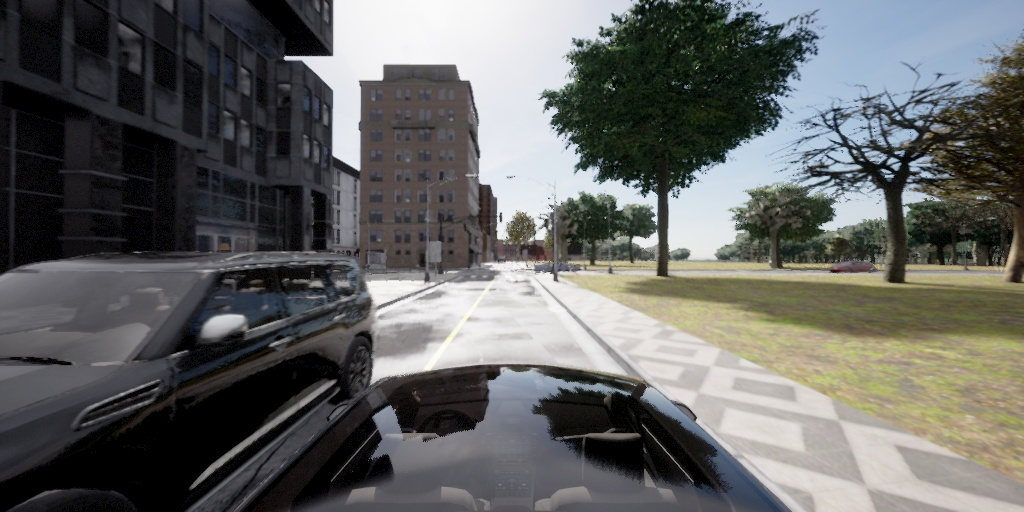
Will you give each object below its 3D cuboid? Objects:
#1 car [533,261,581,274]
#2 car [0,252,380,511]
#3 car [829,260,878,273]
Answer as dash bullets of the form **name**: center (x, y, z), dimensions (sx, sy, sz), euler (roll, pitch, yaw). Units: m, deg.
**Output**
- **car**: center (5.051, 1.280, 40.448), dimensions (5.357, 1.411, 2.033), euler (0, -1, 0)
- **car**: center (-3.099, 0.970, 3.307), dimensions (2.150, 2.045, 5.566), euler (0, 0, 0)
- **car**: center (38.520, 1.328, 40.502), dimensions (4.181, 1.385, 1.994), euler (0, -1, 0)
